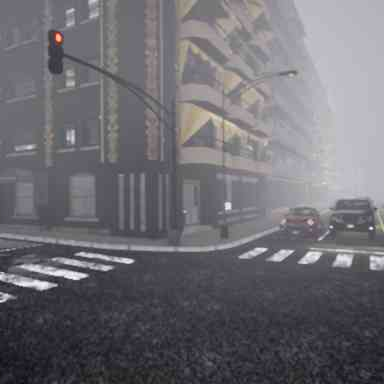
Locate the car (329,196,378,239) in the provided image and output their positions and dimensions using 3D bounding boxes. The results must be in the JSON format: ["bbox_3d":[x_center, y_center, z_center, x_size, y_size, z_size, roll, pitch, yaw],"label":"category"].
[{"bbox_3d":[9.226,1.377,19.033,2.150,2.045,5.566,-1,-1,28],"label":"car"}]

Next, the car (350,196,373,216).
[{"bbox_3d":[19.120,1.521,37.378,2.150,2.045,5.566,-1,-1,28],"label":"car"}]

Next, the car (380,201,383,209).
[{"bbox_3d":[30.678,1.957,52.111,1.994,1.385,4.181,-1,-1,28],"label":"car"}]

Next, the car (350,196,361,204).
[{"bbox_3d":[41.131,1.992,83.742,2.192,1.841,5.009,-1,-1,28],"label":"car"}]

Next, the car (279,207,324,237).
[{"bbox_3d":[6.376,1.615,19.203,1.967,1.590,4.097,-1,-1,28],"label":"car"}]

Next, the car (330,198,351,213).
[{"bbox_3d":[19.742,1.685,44.027,2.192,1.841,5.009,-1,-1,28],"label":"car"}]

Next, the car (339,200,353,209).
[{"bbox_3d":[25.011,1.971,53.803,1.752,1.417,4.829,-1,-1,28],"label":"car"}]

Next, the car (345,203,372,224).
[{"bbox_3d":[14.025,1.730,27.933,1.837,1.490,4.892,-1,-1,28],"label":"car"}]

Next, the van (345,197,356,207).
[{"bbox_3d":[30.438,1.865,63.884,1.690,1.788,3.998,-1,-1,28],"label":"van"}]
